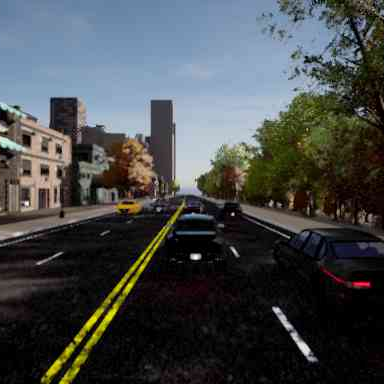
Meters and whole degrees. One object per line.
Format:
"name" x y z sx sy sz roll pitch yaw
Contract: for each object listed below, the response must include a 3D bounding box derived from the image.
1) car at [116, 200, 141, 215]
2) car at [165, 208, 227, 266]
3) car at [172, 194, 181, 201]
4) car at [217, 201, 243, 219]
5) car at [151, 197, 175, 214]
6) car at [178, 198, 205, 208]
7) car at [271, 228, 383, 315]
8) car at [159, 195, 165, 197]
"car" -6.593 1.567 34.928 1.882 1.535 5.008 0 0 0
"car" 0.100 1.535 11.569 1.837 1.490 4.892 0 0 0
"car" -3.588 1.237 76.626 2.097 1.767 4.553 0 0 -1
"car" 3.351 1.581 29.688 1.837 1.490 4.892 0 0 0
"car" -3.342 1.584 36.068 2.128 1.511 4.902 0 0 0
"car" 0.101 1.567 29.566 2.128 1.511 4.902 0 0 0
"car" 3.350 1.568 7.867 2.033 1.411 5.357 0 0 0
"car" -6.831 1.440 76.127 1.812 1.442 4.674 0 0 -1
